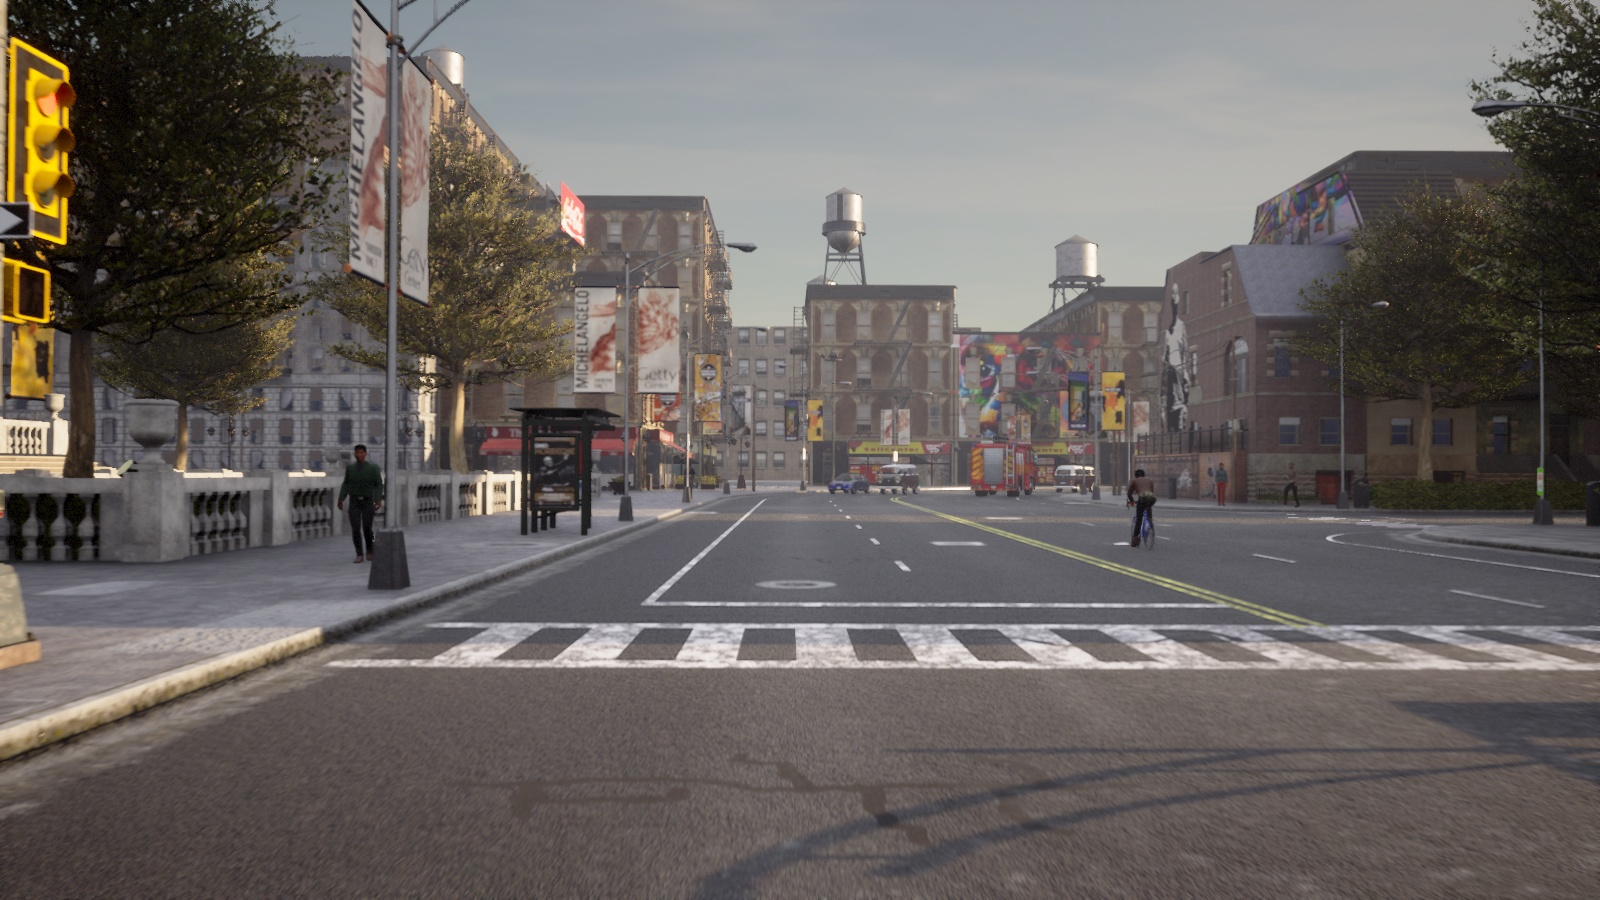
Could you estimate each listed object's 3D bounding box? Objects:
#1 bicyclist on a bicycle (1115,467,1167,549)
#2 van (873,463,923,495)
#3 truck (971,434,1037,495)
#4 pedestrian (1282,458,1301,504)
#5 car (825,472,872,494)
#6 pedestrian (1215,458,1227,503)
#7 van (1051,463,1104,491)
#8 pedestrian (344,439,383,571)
[{"bbox_3d":[6.939,1.167,25.603,0.582,1.620,1.656,0,-1,0],"label":"bicyclist on a bicycle"},{"bbox_3d":[6.580,1.914,83.979,2.069,2.038,4.480,-1,-1,22],"label":"van"},{"bbox_3d":[13.470,0.973,82.417,2.891,3.827,8.468,-1,-1,19],"label":"truck"},{"bbox_3d":[19.765,1.236,50.543,0.634,1.846,0.331,0,-1,-20],"label":"pedestrian"},{"bbox_3d":[3.325,2.239,85.273,1.816,1.474,4.193,-1,-1,22],"label":"car"},{"bbox_3d":[17.650,1.280,52.635,0.353,1.847,0.614,0,-1,10],"label":"pedestrian"},{"bbox_3d":[20.905,2.035,94.617,2.069,2.038,4.480,-1,-1,40],"label":"van"},{"bbox_3d":[-6.575,0.814,18.923,0.423,1.949,0.788,0,-1,-10],"label":"pedestrian"}]
